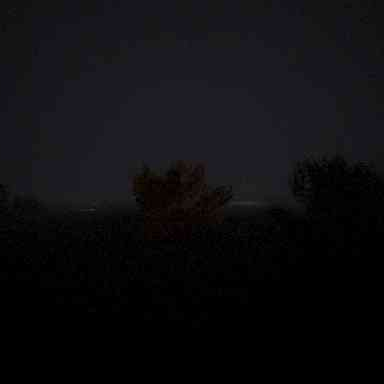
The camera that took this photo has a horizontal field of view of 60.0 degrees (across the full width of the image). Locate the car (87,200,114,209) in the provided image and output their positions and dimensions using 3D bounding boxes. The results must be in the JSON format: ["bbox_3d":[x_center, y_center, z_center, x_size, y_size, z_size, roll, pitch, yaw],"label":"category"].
[{"bbox_3d":[-14.825,2.056,54.047,1.812,1.442,4.674,-1,-1,36],"label":"car"}]
